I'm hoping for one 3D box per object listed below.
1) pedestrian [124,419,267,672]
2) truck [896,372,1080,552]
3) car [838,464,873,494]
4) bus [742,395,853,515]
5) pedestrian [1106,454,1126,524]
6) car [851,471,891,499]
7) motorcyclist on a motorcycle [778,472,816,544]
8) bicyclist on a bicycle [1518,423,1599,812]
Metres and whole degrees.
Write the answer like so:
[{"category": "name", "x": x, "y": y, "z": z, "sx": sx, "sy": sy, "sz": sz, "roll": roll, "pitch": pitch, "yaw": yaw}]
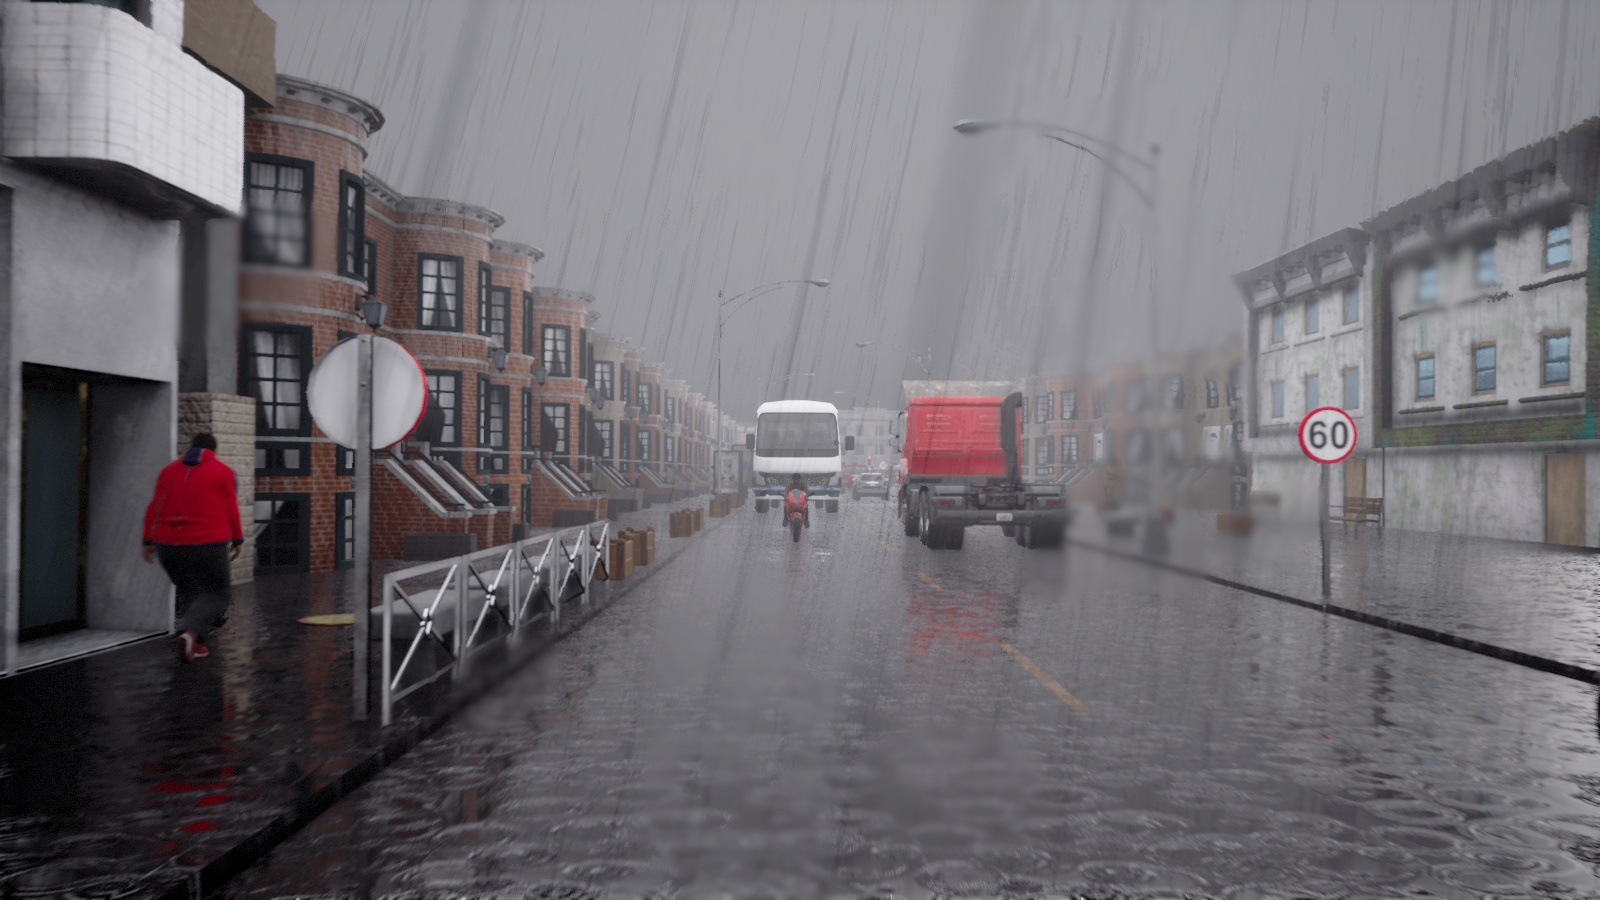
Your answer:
[{"category": "pedestrian", "x": -4.598, "y": 0.704, "z": 9.610, "sx": 0.634, "sy": 1.844, "sz": 0.899, "roll": 0, "pitch": -1, "yaw": 2}, {"category": "truck", "x": 3.923, "y": 0.289, "z": 28.188, "sx": 2.891, "sy": 3.462, "sz": 7.936, "roll": 0, "pitch": -1, "yaw": 0}, {"category": "car", "x": 3.870, "y": 1.994, "z": 88.174, "sx": 2.150, "sy": 2.045, "sz": 5.566, "roll": 0, "pitch": -1, "yaw": 0}, {"category": "bus", "x": -0.103, "y": 0.271, "z": 49.754, "sx": 3.944, "sy": 4.253, "sz": 10.273, "roll": 0, "pitch": -1, "yaw": 0}, {"category": "pedestrian", "x": 8.822, "y": 1.077, "z": 35.117, "sx": 0.396, "sy": 1.930, "sz": 0.692, "roll": 0, "pitch": -1, "yaw": 3}, {"category": "car", "x": 3.887, "y": 1.921, "z": 69.106, "sx": 1.970, "sy": 1.475, "sz": 3.806, "roll": 0, "pitch": -1, "yaw": 0}, {"category": "motorcyclist on a motorcycle", "x": -0.072, "y": 1.262, "z": 27.745, "sx": 0.797, "sy": 1.523, "sz": 2.044, "roll": 0, "pitch": -1, "yaw": 0}, {"category": "bicyclist on a bicycle", "x": 3.986, "y": 0.761, "z": 5.451, "sx": 0.659, "sy": 1.776, "sz": 1.843, "roll": 0, "pitch": -1, "yaw": 0}]
